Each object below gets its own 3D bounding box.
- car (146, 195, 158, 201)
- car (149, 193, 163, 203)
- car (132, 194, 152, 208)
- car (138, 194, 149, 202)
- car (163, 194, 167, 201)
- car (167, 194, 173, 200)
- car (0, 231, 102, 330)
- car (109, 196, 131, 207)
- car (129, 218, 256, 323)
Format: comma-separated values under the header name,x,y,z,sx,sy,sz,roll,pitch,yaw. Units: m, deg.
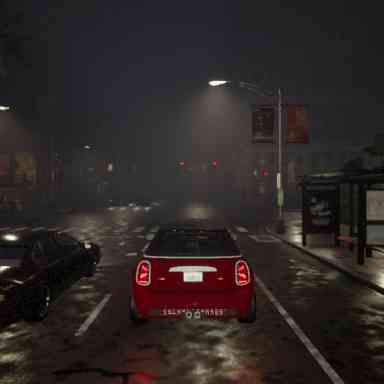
name,x,y,z,sx,sy,sz,roll,pitch,yaw
car,-10.713,1.552,89.701,1.994,1.385,4.181,0,0,9
car,-7.745,1.220,67.180,2.150,2.045,5.566,0,0,0
car,-7.385,1.477,49.837,1.882,1.535,5.008,0,0,-5
car,-11.348,1.355,77.839,2.097,1.767,4.553,0,0,-1
car,-7.863,1.225,79.043,2.150,2.045,5.566,0,0,-1
car,-6.726,1.355,91.880,2.097,1.767,4.553,0,0,12
car,-3.494,1.547,7.141,2.033,1.411,5.357,0,0,0
car,-11.138,1.352,50.630,2.097,1.767,4.553,0,0,-1
car,0.006,1.352,7.348,2.097,1.767,4.553,0,0,0
